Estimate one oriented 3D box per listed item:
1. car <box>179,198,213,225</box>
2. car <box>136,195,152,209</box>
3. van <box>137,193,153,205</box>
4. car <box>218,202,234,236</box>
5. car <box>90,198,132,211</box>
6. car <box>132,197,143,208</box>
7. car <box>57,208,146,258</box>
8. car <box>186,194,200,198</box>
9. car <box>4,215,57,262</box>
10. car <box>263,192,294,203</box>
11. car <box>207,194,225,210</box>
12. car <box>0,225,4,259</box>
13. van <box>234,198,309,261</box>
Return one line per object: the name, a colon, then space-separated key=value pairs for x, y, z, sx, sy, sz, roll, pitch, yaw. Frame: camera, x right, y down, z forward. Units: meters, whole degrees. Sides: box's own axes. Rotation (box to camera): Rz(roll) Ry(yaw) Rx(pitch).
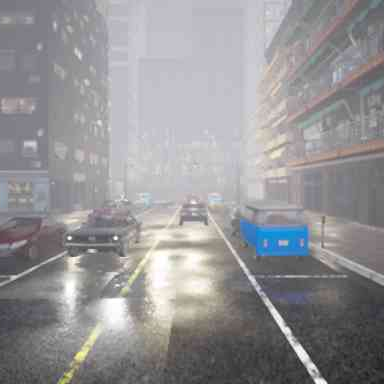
car: x=0.102 y=1.372 z=22.476 sx=2.033 sy=1.411 sz=5.357 roll=0 pitch=0 yaw=0
car: x=-5.697 y=1.287 z=34.026 sx=2.008 sy=1.369 sz=4.403 roll=-1 pitch=0 yaw=0
van: x=-5.699 y=1.035 z=39.626 sx=1.690 sy=1.788 sz=3.998 roll=-1 pitch=0 yaw=0
car: x=2.682 y=1.416 z=17.191 sx=2.008 sy=1.369 sz=4.403 roll=-1 pitch=0 yaw=0
car: x=-5.700 y=1.262 z=22.822 sx=1.967 sy=1.590 sz=4.097 roll=-1 pitch=0 yaw=0
car: x=-5.697 y=1.345 z=28.424 sx=1.947 sy=1.339 sz=4.313 roll=-1 pitch=0 yaw=0
car: x=-3.090 y=1.502 z=12.505 sx=1.895 sy=1.301 sz=4.718 roll=0 pitch=0 yaw=0
car: x=0.104 y=1.049 z=39.166 sx=2.097 sy=1.767 sz=4.553 roll=0 pitch=0 yaw=0
car: x=-5.699 y=1.491 z=11.619 sx=1.802 sy=1.307 sz=4.206 roll=-1 pitch=0 yaw=0
car: x=15.244 y=0.892 z=58.925 sx=5.009 sy=1.841 sz=2.192 roll=0 pitch=1 yaw=0
car: x=2.683 y=1.261 z=34.166 sx=1.752 sy=1.417 sz=4.829 roll=-1 pitch=0 yaw=0
car: x=-5.700 y=1.497 z=6.017 sx=1.887 sy=1.381 sz=4.507 roll=-1 pitch=0 yaw=0
van: x=2.678 y=1.250 z=11.587 sx=1.690 sy=1.788 sz=3.998 roll=-1 pitch=0 yaw=0
